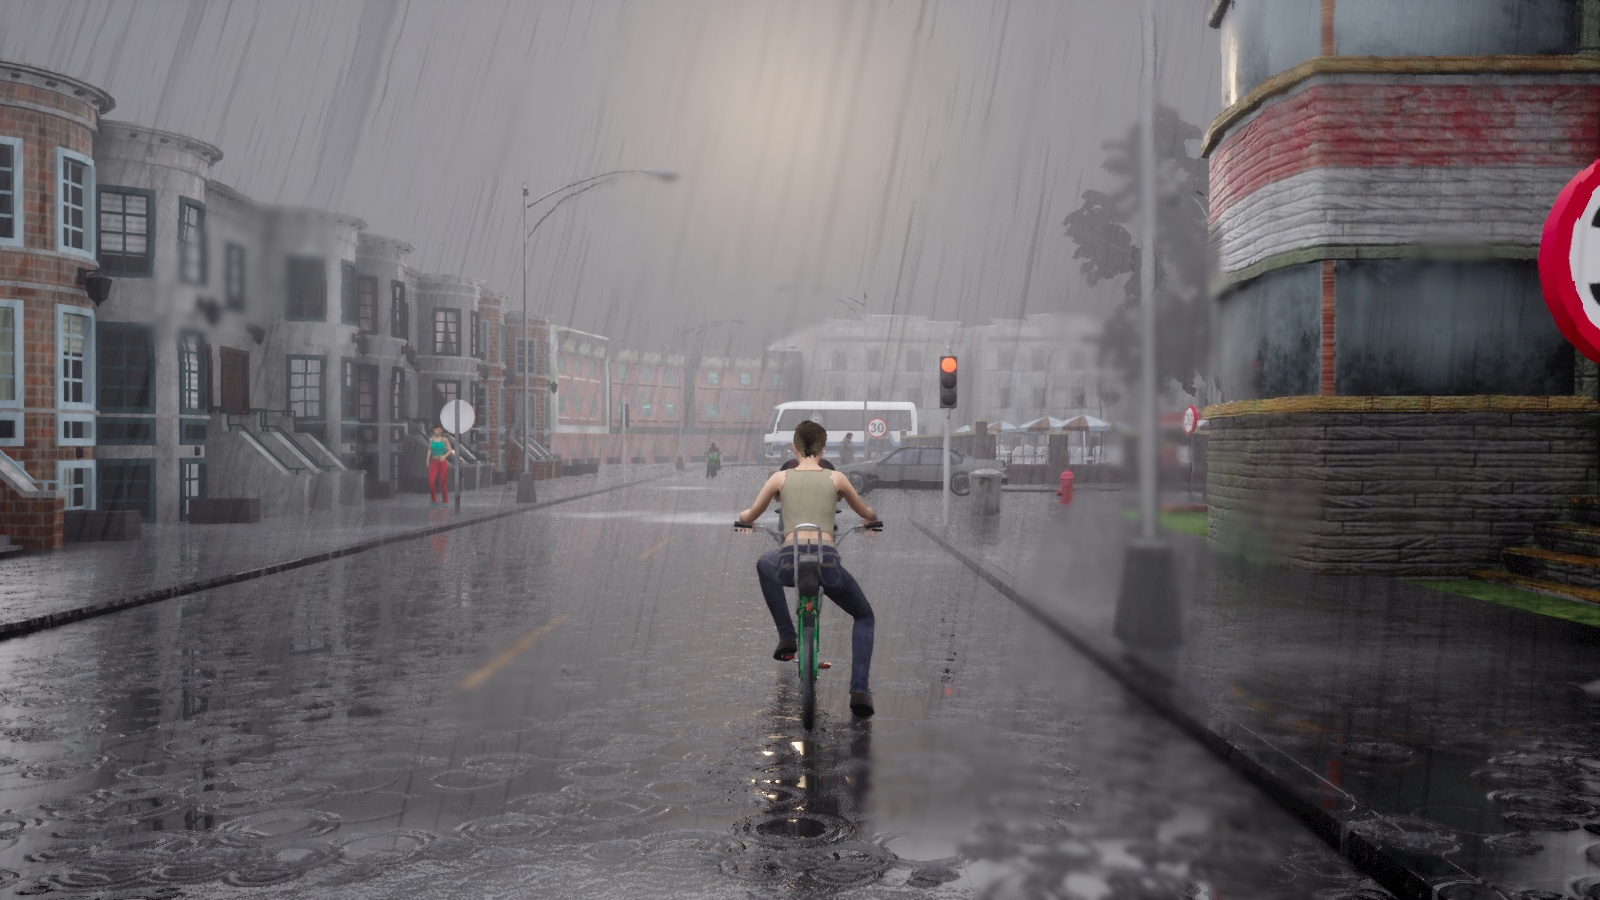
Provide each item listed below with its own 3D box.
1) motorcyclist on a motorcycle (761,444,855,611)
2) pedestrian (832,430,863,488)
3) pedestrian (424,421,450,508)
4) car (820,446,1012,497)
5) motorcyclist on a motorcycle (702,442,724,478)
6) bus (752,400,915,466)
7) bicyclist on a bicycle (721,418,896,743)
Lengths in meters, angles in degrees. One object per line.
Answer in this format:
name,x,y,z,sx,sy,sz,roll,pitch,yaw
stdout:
motorcyclist on a motorcycle,0.080,0.710,12.643,0.866,1.530,2.191,0,0,0
pedestrian,1.611,0.306,42.662,0.873,1.952,0.659,0,0,27
pedestrian,-7.735,0.299,26.762,0.345,1.836,0.594,0,0,5
car,3.385,0.592,36.286,5.357,1.411,2.033,0,0,10
motorcyclist on a motorcycle,-3.723,0.420,54.162,0.797,1.523,2.044,0,0,0
bus,2.160,-1.105,83.519,10.273,4.253,3.944,0,1,-9
bicyclist on a bicycle,0.047,0.644,6.991,0.866,1.612,1.509,0,0,0
